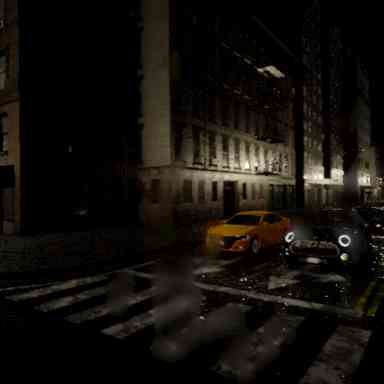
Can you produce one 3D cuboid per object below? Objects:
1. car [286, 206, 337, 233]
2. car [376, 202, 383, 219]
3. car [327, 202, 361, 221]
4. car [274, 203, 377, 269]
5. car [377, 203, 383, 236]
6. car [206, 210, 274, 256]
[{"bbox_3d":[7.708,1.642,21.191,1.994,1.385,4.181,-1,0,35],"label":"car"},{"bbox_3d":[18.036,1.610,30.101,1.994,1.385,4.181,-1,-1,35],"label":"car"},{"bbox_3d":[13.450,1.646,29.269,1.994,1.385,4.181,-1,0,35],"label":"car"},{"bbox_3d":[4.783,1.389,11.455,2.097,1.767,4.553,-1,0,35],"label":"car"},{"bbox_3d":[10.264,1.588,19.180,2.033,1.411,5.357,-1,0,35],"label":"car"},{"bbox_3d":[2.506,1.552,13.863,1.882,1.535,5.008,-1,-1,36],"label":"car"}]
